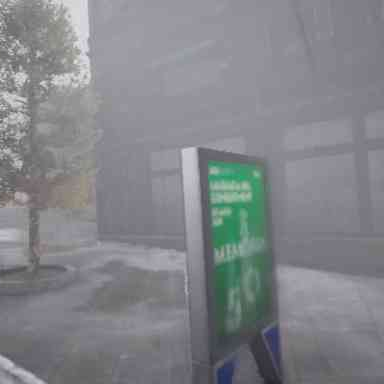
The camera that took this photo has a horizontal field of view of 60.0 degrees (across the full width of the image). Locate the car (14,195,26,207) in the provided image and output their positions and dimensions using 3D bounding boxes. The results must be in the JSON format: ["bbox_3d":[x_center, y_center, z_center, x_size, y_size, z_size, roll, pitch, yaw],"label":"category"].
[{"bbox_3d":[-28.263,1.535,55.869,2.435,2.045,5.566,-4,0,15],"label":"car"}]
